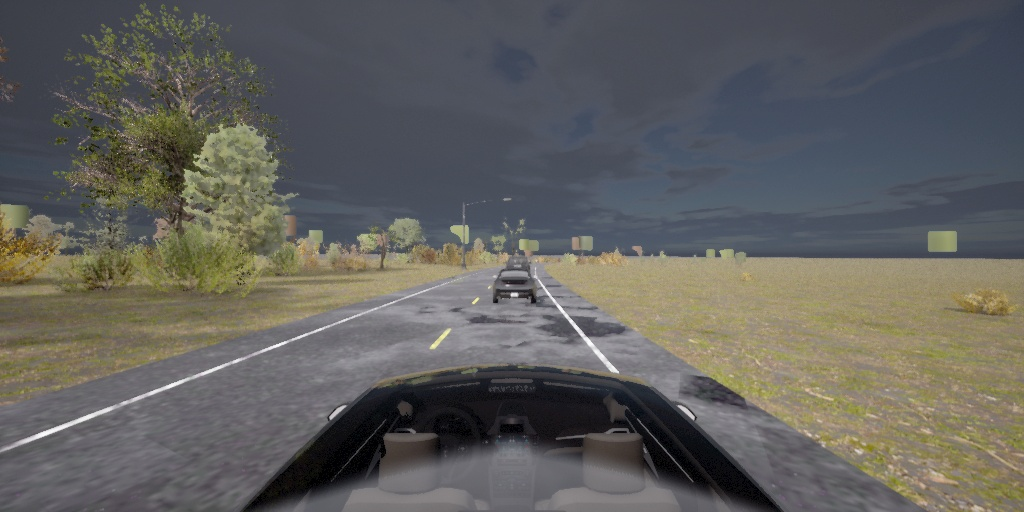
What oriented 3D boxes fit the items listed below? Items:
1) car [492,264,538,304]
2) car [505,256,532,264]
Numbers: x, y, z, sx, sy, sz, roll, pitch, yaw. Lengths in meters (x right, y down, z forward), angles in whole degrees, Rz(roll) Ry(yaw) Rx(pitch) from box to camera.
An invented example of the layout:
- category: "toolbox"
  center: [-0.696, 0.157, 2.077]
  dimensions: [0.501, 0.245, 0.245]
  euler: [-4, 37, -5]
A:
- category: "car"
  center: [0.140, 1.278, 16.440]
  dimensions: [1.837, 1.490, 4.892]
  euler: [0, 0, 1]
- category: "car"
  center: [0.562, 1.058, 31.433]
  dimensions: [2.150, 2.045, 5.566]
  euler: [0, 0, 2]
